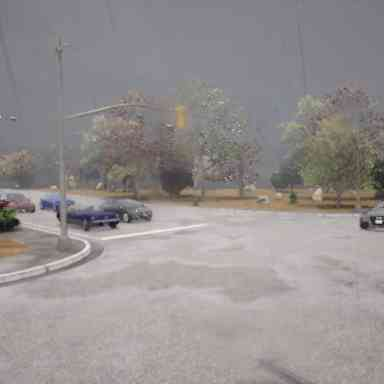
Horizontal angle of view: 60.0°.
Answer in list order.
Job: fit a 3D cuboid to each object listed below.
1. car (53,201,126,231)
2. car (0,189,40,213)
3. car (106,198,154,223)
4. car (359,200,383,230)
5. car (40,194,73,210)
[{"bbox_3d":[-6.078,1.413,19.332,1.895,1.301,4.718,-2,2,-43],"label":"car"},{"bbox_3d":[-15.349,0.936,28.983,2.097,1.767,4.553,-2,3,-44],"label":"car"},{"bbox_3d":[-4.583,1.211,22.839,1.837,1.490,4.892,-2,2,-44],"label":"car"},{"bbox_3d":[9.854,1.097,16.231,4.181,1.385,1.994,-2,1,-42],"label":"car"},{"bbox_3d":[-12.662,0.969,31.242,1.882,1.535,5.008,-2,3,-44],"label":"car"}]
